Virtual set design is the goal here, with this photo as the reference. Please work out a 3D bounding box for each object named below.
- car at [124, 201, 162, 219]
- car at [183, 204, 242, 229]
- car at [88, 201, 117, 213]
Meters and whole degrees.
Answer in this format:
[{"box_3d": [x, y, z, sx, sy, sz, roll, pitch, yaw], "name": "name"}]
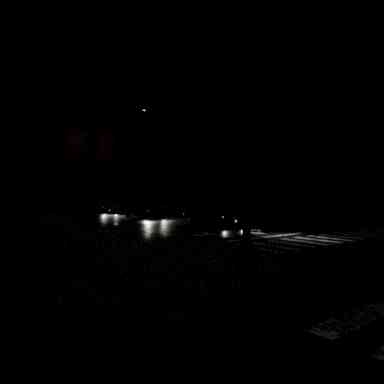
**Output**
[{"box_3d": [-4.547, 1.579, 30.666, 1.882, 1.535, 5.008, 0, 0, -35], "name": "car"}, {"box_3d": [1.281, 1.554, 22.559, 2.128, 1.511, 4.902, 0, 0, -36], "name": "car"}, {"box_3d": [-10.454, 1.741, 38.897, 1.895, 1.301, 4.718, 0, 0, -36], "name": "car"}]
